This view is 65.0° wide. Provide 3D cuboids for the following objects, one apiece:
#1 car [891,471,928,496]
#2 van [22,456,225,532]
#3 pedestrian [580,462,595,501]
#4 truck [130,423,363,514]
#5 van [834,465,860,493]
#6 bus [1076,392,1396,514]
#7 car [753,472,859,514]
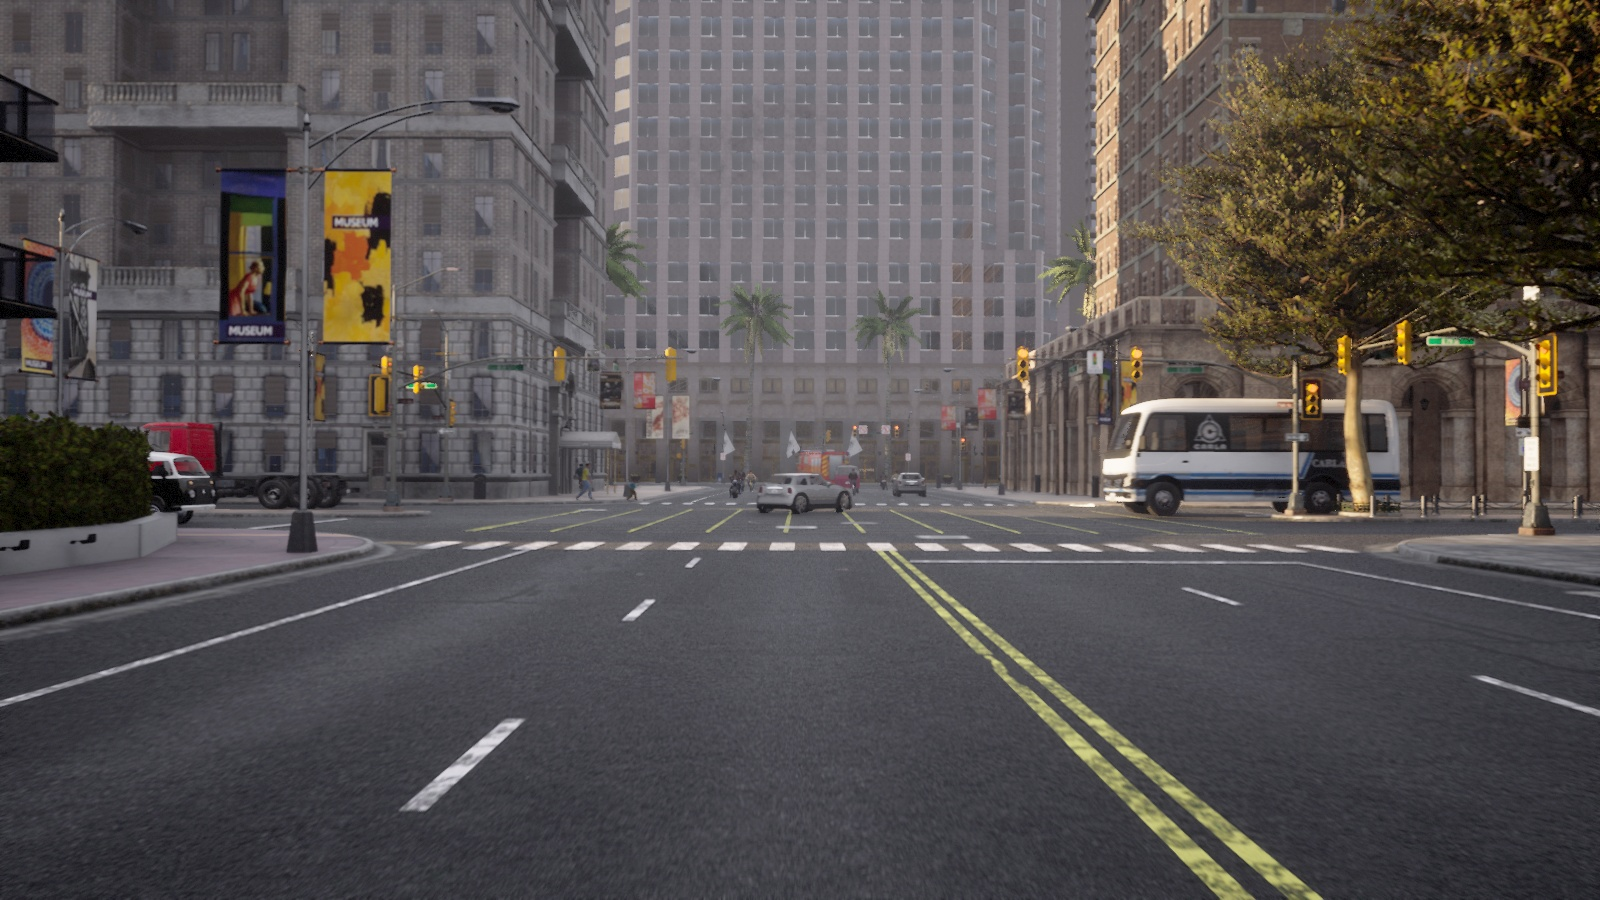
[{"bbox_3d":[6.817,2.066,78.488,1.970,1.475,3.806,0,-1,0],"label":"car"},{"bbox_3d":[-18.613,1.193,34.690,4.480,2.038,2.069,0,-1,0],"label":"van"},{"bbox_3d":[-10.091,1.508,59.521,0.706,1.836,0.354,0,-1,-10],"label":"pedestrian"},{"bbox_3d":[-21.764,0.751,49.676,7.936,3.462,2.891,0,-1,0],"label":"truck"},{"bbox_3d":[3.410,2.086,91.561,1.775,1.987,4.442,0,-1,0],"label":"van"},{"bbox_3d":[15.722,0.144,45.940,10.273,4.253,3.944,0,-1,-2],"label":"bus"},{"bbox_3d":[0.262,1.562,46.762,1.970,1.475,3.806,-1,-1,39],"label":"car"}]
